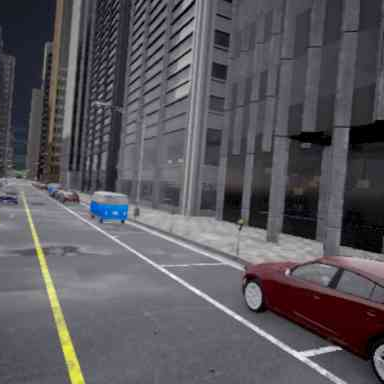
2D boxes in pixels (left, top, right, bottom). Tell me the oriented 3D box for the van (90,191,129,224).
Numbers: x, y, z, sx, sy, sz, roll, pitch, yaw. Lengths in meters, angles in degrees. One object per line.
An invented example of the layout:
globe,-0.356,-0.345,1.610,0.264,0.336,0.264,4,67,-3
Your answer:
van,-5.194,0.909,20.555,1.690,1.788,3.998,4,0,-28

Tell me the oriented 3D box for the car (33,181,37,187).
car,-36.521,-1.439,80.512,2.008,1.369,4.403,4,0,-28

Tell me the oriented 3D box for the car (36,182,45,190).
car,-31.302,-1.017,70.519,1.887,1.381,4.507,4,0,-28

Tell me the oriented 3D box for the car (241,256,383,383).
car,2.618,1.749,5.566,1.887,1.381,4.507,4,0,-28

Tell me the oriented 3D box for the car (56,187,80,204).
car,-13.041,0.511,35.545,1.802,1.307,4.206,4,0,-28

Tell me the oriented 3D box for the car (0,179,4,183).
car,-33.610,-1.191,56.567,1.887,1.381,4.507,4,0,-28

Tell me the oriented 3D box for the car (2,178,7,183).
car,-38.830,-1.596,66.560,1.947,1.339,4.313,4,0,-28

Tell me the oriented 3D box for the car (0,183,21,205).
car,-15.851,0.256,28.522,2.033,1.411,5.357,5,0,-28

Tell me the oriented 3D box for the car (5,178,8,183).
car,-44.039,-2.150,76.553,1.967,1.590,4.097,4,0,-28

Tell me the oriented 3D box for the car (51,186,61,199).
car,-15.650,0.299,40.541,1.802,1.307,4.206,4,0,-28

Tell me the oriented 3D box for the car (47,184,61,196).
car,-18.258,0.070,45.537,1.947,1.339,4.313,4,0,-28

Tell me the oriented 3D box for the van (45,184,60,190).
van,-20.850,-0.367,50.533,1.690,1.788,3.998,4,0,-28
